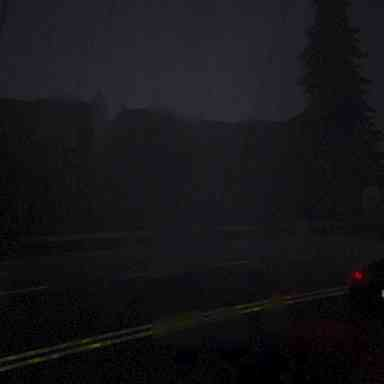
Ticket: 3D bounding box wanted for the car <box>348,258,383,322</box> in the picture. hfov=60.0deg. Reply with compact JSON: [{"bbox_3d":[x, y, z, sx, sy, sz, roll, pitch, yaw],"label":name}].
[{"bbox_3d":[4.875,1.564,5.935,4.181,1.385,1.994,0,0,-25],"label":"car"}]
